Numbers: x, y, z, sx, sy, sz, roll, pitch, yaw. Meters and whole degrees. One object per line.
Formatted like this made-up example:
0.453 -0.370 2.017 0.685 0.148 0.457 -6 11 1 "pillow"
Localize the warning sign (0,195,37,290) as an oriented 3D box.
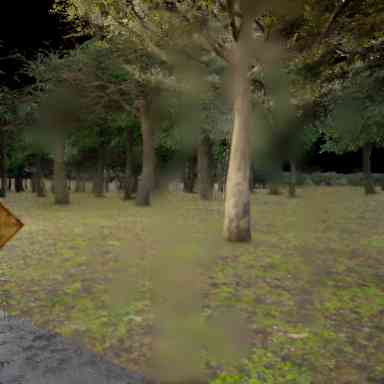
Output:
-4.176 1.008 6.955 1.060 1.860 1.300 2 0 36 "warning sign"
